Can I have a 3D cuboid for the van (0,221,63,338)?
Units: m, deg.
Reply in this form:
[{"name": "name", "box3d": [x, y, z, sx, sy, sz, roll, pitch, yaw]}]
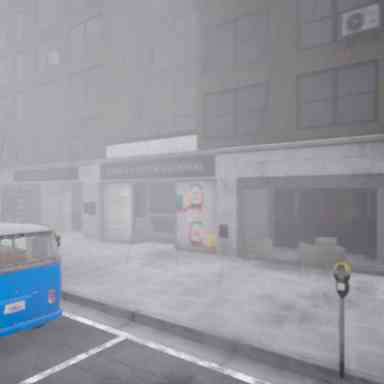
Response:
[{"name": "van", "box3d": [-3.940, 1.353, 5.656, 3.998, 1.788, 1.690, 0, 0, 35]}]
